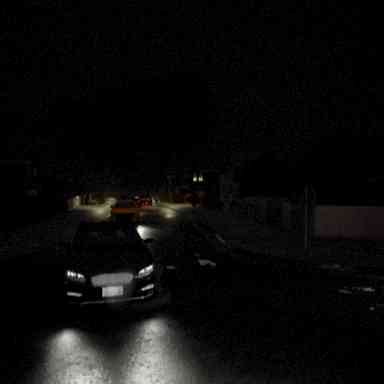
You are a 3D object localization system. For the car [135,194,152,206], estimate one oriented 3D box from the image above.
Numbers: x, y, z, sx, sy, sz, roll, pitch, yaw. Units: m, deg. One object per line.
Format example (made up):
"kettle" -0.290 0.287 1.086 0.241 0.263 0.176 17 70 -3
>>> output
"car" -6.856 1.165 48.094 1.837 1.490 4.892 0 0 -14

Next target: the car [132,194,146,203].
"car" -9.369 1.085 58.090 2.128 1.511 4.902 0 0 -12

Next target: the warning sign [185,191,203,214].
"warning sign" 0.163 0.907 28.403 1.300 1.860 1.060 1 1 -10

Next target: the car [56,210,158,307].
"car" -2.087 1.437 8.081 2.128 1.511 4.902 0 0 -17

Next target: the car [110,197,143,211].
"car" -4.610 1.324 23.284 1.882 1.535 5.008 0 0 -8

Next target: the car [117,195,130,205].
"car" -10.700 1.179 51.778 1.812 1.442 4.674 0 0 -14

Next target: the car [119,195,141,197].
"car" -7.055 1.318 36.711 1.994 1.385 4.181 0 0 -13
